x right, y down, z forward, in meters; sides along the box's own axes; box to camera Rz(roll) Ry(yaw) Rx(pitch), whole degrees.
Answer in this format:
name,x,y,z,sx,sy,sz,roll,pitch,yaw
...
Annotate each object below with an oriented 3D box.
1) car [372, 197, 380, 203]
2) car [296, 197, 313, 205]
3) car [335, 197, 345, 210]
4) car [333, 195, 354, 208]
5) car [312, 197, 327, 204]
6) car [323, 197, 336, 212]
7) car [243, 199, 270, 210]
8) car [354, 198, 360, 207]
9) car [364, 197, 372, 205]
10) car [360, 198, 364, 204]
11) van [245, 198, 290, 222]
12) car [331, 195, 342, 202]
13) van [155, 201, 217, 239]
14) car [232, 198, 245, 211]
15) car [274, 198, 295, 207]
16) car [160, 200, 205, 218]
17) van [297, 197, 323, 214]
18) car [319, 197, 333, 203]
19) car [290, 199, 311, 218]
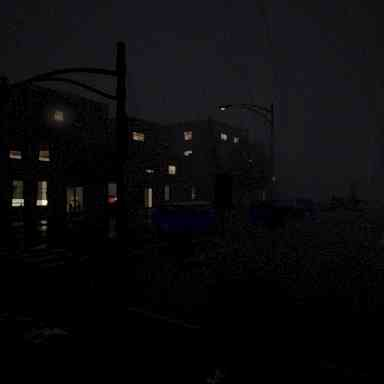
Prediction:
name,x,y,z,sx,sy,sz,roll,pitch,yaw
car,44.133,1.899,81.026,1.947,1.339,4.313,0,0,35
car,21.450,1.705,63.222,1.887,1.381,4.507,0,0,35
car,18.809,1.729,44.830,1.947,1.339,4.313,0,0,35
car,21.977,1.497,49.355,2.192,1.841,5.009,0,0,35
car,27.682,1.728,72.131,1.752,1.417,4.829,0,0,35
car,15.742,1.671,40.446,1.752,1.417,4.829,0,0,35
car,8.788,1.629,45.125,1.887,1.381,4.507,0,0,35
car,25.142,1.516,53.880,2.192,1.841,5.009,0,0,35
car,34.637,1.810,67.452,1.887,1.381,4.507,0,0,35
car,28.404,1.748,58.543,1.752,1.417,4.829,0,0,35
van,6.149,1.436,26.733,1.690,1.788,3.998,0,0,35
car,37.276,1.712,85.844,1.967,1.590,4.097,0,0,35
van,-0.181,1.407,17.684,1.690,1.788,3.998,0,0,35
car,5.624,1.506,40.601,1.967,1.590,4.097,0,0,35
car,15.119,1.665,54.173,1.887,1.381,4.507,0,0,35
car,-0.805,1.558,31.412,1.752,1.417,4.829,0,0,35
van,12.480,1.469,35.781,1.690,1.788,3.998,0,0,35
car,30.945,1.792,76.795,1.947,1.339,4.313,0,0,35
car,9.313,1.655,31.256,1.887,1.381,4.507,0,0,35
